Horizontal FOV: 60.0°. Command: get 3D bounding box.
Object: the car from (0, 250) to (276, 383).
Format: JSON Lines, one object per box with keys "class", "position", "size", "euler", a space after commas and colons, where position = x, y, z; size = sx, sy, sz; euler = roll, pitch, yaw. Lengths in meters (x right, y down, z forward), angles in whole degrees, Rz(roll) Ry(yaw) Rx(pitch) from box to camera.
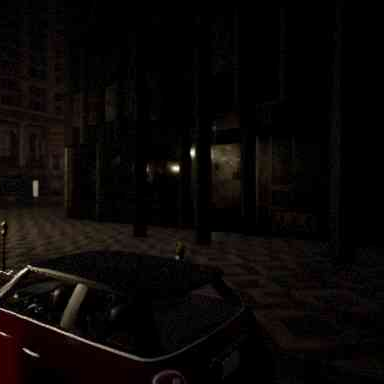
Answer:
{"class": "car", "position": [-1.263, 1.417, 3.848], "size": [4.097, 1.590, 1.967], "euler": [0, 1, 35]}
